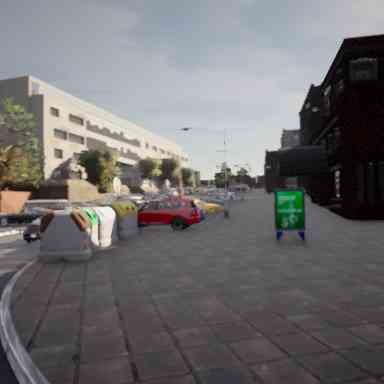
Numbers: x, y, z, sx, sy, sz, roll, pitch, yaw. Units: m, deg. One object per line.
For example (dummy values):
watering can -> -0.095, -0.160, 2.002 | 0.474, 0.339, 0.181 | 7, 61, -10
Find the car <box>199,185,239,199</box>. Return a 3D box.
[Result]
car -> 4.393, 0.464, 54.293 | 5.566, 2.045, 2.435 | -1, 2, 12

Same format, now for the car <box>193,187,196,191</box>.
car -> -2.376, 0.065, 82.333 | 5.008, 1.535, 2.097 | -1, 2, 12

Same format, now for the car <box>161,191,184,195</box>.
car -> -3.203, 1.015, 55.774 | 1.895, 1.301, 4.718 | -1, 2, 12

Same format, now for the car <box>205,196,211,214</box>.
car -> -1.051, 1.529, 28.433 | 4.553, 1.767, 2.185 | -1, 2, 12

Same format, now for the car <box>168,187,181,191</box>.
car -> -5.806, 0.408, 66.054 | 5.566, 2.045, 2.435 | -1, 2, 12

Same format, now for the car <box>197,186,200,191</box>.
car -> -1.223, -0.137, 87.924 | 4.892, 1.521, 2.231 | -1, 2, 12

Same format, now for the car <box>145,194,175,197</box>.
car -> -3.631, 1.432, 38.383 | 1.882, 1.535, 5.008 | -1, 2, 12

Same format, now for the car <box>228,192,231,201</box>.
car -> 2.575, 1.070, 45.685 | 4.674, 1.452, 2.002 | -1, 2, 12

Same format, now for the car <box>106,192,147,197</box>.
car -> -9.736, 1.104, 46.911 | 5.566, 2.045, 2.435 | -1, 2, 12

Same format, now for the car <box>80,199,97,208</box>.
car -> -12.608, 1.854, 33.262 | 4.892, 1.521, 2.231 | -1, 2, 12

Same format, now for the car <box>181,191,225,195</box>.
car -> 1.406, 1.113, 39.923 | 4.553, 1.767, 2.185 | -1, 2, 12

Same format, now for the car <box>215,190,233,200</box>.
car -> 3.199, 0.961, 48.682 | 4.674, 1.452, 2.002 | -1, 2, 12

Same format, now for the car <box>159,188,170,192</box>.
car -> -6.944, 0.733, 60.594 | 4.553, 1.767, 2.185 | -1, 2, 12

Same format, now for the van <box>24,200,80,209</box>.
van -> -13.064, 1.719, 30.497 | 4.442, 1.987, 1.878 | -1, 1, 12

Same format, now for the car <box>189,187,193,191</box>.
car -> -2.958, 0.036, 79.724 | 4.553, 1.767, 2.185 | -1, 2, 12

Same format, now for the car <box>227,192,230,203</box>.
car -> 2.007, 1.164, 42.803 | 4.792, 1.488, 2.163 | -1, 2, 12

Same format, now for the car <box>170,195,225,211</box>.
car -> 0.363, 1.442, 34.147 | 5.366, 1.575, 1.946 | -1, 2, 12

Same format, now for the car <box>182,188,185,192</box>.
car -> -4.660, 0.490, 71.528 | 4.792, 1.488, 2.163 | -1, 2, 12

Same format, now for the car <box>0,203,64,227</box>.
car -> -13.738, 2.021, 27.777 | 4.892, 1.521, 2.231 | -1, 1, 12

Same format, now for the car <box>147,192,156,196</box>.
car -> -8.677, 1.036, 52.271 | 4.553, 1.767, 2.185 | -1, 2, 12

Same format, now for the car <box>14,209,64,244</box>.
car -> -7.561, 1.985, 18.787 | 1.812, 1.442, 4.674 | -2, 0, 7

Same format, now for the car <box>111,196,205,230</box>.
car -> -2.230, 1.539, 22.780 | 5.566, 2.045, 2.435 | -1, 1, 12

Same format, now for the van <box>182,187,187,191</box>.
van -> -4.184, 0.137, 74.274 | 4.442, 1.987, 1.878 | -1, 2, 12

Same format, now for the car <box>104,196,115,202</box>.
car -> -11.483, 1.660, 38.602 | 4.892, 1.521, 2.231 | -1, 2, 12

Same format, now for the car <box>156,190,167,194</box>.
car -> -7.449, 0.986, 57.850 | 4.792, 1.488, 2.163 | -1, 2, 12

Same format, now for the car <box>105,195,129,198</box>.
car -> -10.901, 1.556, 41.460 | 4.892, 1.521, 2.231 | -1, 2, 12

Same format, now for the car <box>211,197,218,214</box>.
car -> -0.598, 1.555, 31.347 | 5.366, 1.575, 1.946 | -1, 2, 12

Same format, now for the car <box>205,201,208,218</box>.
car -> -1.589, 1.732, 25.660 | 5.008, 1.535, 2.097 | -1, 1, 12

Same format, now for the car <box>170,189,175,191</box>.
car -> -6.368, 0.788, 63.331 | 4.792, 1.488, 2.163 | -1, 2, 12

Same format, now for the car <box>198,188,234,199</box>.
car -> 3.765, 0.691, 51.557 | 4.553, 1.767, 2.185 | -1, 2, 12

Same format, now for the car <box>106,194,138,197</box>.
car -> -10.320, 1.455, 44.189 | 5.008, 1.535, 2.097 | -1, 2, 12

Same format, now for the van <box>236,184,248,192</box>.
van -> 12.722, -0.954, 93.842 | 4.442, 1.987, 1.878 | -1, 2, 12

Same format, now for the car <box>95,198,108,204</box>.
car -> -12.034, 1.794, 35.992 | 4.674, 1.452, 2.002 | -1, 2, 12

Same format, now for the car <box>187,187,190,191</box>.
car -> -3.490, 0.300, 76.991 | 4.674, 1.452, 2.002 | -1, 2, 12
